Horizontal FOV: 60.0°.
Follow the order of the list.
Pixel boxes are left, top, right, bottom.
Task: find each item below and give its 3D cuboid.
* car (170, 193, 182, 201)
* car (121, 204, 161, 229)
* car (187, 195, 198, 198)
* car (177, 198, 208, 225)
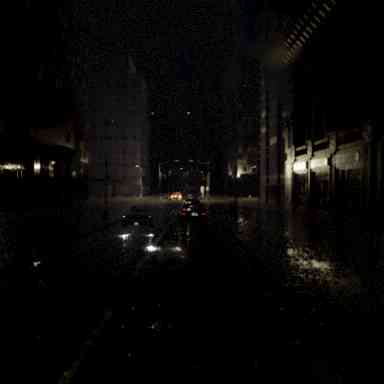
[{"bbox_3d":[-3.033,0.897,64.280,2.097,1.767,4.553,0,0,0],"label":"car"},{"bbox_3d":[-3.104,1.451,20.805,1.895,1.301,4.718,0,0,0],"label":"car"},{"bbox_3d":[0.092,1.165,45.659,2.128,1.511,4.902,0,0,0],"label":"car"},{"bbox_3d":[0.095,1.386,22.582,2.033,1.411,5.357,0,0,0],"label":"car"}]
